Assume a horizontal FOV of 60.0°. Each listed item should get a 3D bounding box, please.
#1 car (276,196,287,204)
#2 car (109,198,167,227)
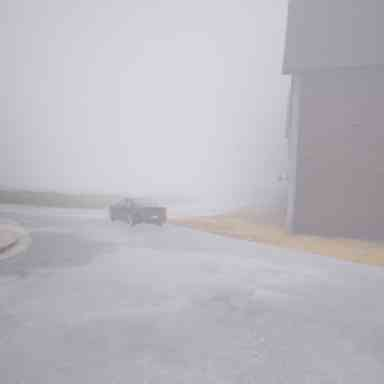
[{"bbox_3d":[18.132,1.607,65.657,1.837,1.490,4.892,5,2,37],"label":"car"},{"bbox_3d":[-3.293,1.075,19.477,1.882,1.535,5.008,2,1,-33],"label":"car"}]
